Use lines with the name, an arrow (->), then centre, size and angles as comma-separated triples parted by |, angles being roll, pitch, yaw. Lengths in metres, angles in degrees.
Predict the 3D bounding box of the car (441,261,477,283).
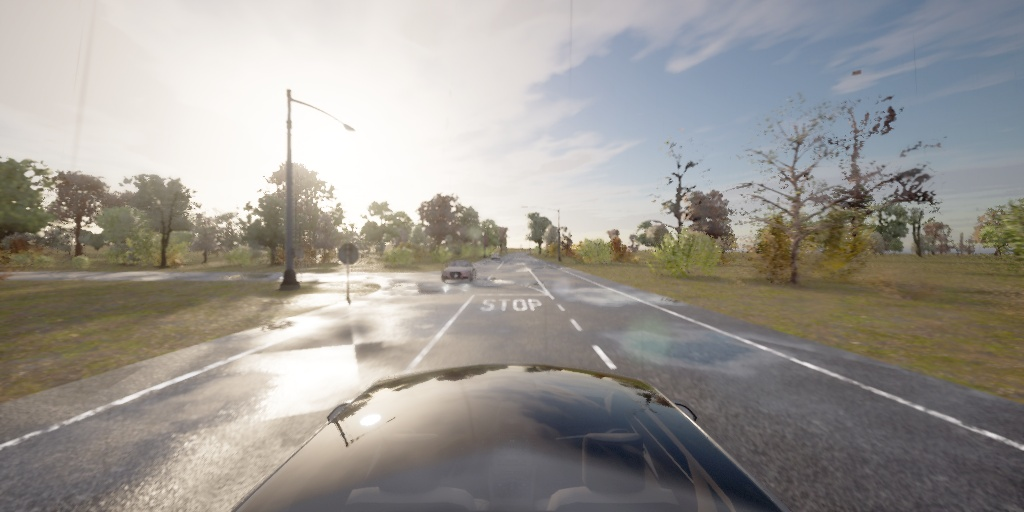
car -> -3.470, 1.003, 24.156 | 1.994, 1.385, 4.181 | 0, 1, 0
